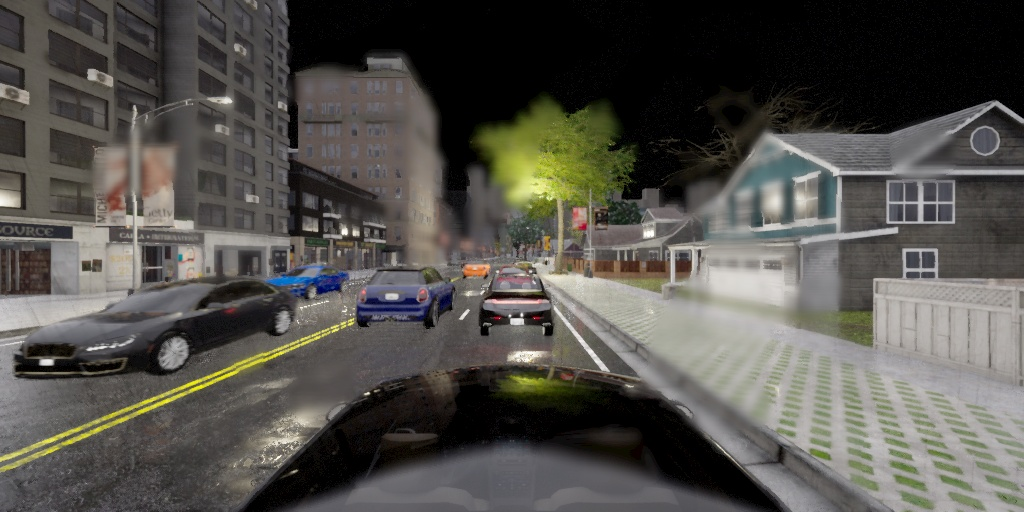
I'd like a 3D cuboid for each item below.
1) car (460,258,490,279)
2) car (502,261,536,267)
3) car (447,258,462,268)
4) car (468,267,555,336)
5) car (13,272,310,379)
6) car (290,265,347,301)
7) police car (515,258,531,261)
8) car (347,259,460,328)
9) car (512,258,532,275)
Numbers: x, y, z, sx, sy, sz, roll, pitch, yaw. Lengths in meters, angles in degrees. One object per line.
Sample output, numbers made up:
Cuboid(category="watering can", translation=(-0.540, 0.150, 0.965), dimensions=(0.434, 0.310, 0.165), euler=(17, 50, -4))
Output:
Cuboid(category="car", translation=(-3.114, 1.077, 32.464), dimensions=(2.097, 1.767, 4.553), euler=(0, 0, 0))
Cuboid(category="car", translation=(0.120, 1.219, 19.879), dimensions=(1.882, 1.535, 5.008), euler=(0, 0, 0))
Cuboid(category="car", translation=(-9.763, 1.192, 61.192), dimensions=(1.837, 1.490, 4.892), euler=(0, 0, 0))
Cuboid(category="car", translation=(0.112, 1.239, 10.375), dimensions=(2.128, 1.511, 4.902), euler=(0, 0, 0))
Cuboid(category="car", translation=(-6.593, 1.254, 7.509), dimensions=(1.837, 1.490, 4.892), euler=(0, 0, 0))
Cuboid(category="car", translation=(-9.832, 1.220, 17.585), dimensions=(1.882, 1.535, 5.008), euler=(0, 0, 0))
Cuboid(category="police car", translation=(1.005, 1.155, 29.608), dimensions=(1.930, 1.638, 5.238), euler=(0, 0, 0))
Cuboid(category="car", translation=(-3.138, 1.098, 11.506), dimensions=(2.097, 1.767, 4.553), euler=(0, 0, 0))
Cuboid(category="car", translation=(1.015, 1.068, 39.468), dimensions=(2.097, 1.767, 4.553), euler=(0, 0, 0))
